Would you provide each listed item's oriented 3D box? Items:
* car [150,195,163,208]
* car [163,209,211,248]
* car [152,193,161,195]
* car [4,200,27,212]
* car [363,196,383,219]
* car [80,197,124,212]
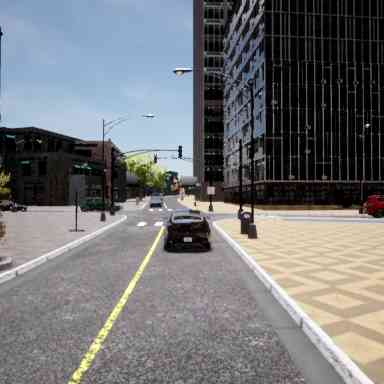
[{"bbox_3d":[-5.424,1.560,50.145,2.033,1.411,5.357,0,0,-6],"label":"car"},{"bbox_3d":[-0.226,1.510,14.698,1.837,1.490,4.892,0,0,-2],"label":"car"},{"bbox_3d":[-6.434,1.237,60.464,2.150,2.045,5.566,0,0,-5],"label":"car"},{"bbox_3d":[-20.555,1.568,37.121,4.313,1.339,1.947,0,-1,18],"label":"car"},{"bbox_3d":[15.765,1.188,25.206,5.009,1.841,2.192,0,-1,18],"label":"car"},{"bbox_3d":[-10.029,1.378,37.334,4.553,1.767,2.097,0,-1,4],"label":"car"}]
